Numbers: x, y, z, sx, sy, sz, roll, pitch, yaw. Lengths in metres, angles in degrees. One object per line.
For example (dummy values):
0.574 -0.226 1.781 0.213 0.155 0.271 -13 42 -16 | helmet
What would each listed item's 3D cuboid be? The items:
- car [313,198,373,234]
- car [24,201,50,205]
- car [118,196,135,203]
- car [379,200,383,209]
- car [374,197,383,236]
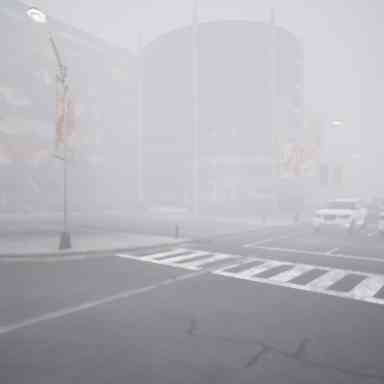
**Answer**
9.614 1.446 21.228 2.150 2.045 5.566 -1 -1 39 | car
-21.374 1.888 44.812 4.674 1.452 2.002 -1 -1 39 | car
-14.793 1.904 72.934 5.566 2.045 2.435 -1 -1 39 | car
31.890 2.033 52.324 1.837 1.490 4.892 0 -1 -4 | car
12.325 1.414 19.015 2.150 2.045 5.566 -1 -1 39 | car
